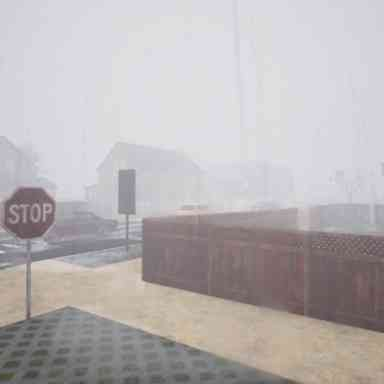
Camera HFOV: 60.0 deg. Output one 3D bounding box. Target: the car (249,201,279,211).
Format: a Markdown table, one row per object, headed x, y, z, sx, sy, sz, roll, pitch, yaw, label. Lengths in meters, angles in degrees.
| x | y | z | sx | sy | sz | roll | pitch | yaw | label |
| --- | --- | --- | --- | --- | --- | --- | --- | --- | --- |
| 7.954 | 1.725 | 36.336 | 2.128 | 1.511 | 4.902 | 0 | 0 | 36 | car |

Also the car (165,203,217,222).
| x | y | z | sx | sy | sz | roll | pitch | yaw | label |
| --- | --- | --- | --- | --- | --- | --- | --- | --- | --- |
| 0.024 | 1.622 | 25.238 | 1.882 | 1.535 | 5.008 | 0 | 0 | 36 | car |

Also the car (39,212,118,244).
| x | y | z | sx | sy | sz | roll | pitch | yaw | label |
| --- | --- | --- | --- | --- | --- | --- | --- | --- | --- |
| -6.118 | 1.682 | 16.701 | 1.895 | 1.301 | 4.718 | 0 | 0 | 37 | car |
